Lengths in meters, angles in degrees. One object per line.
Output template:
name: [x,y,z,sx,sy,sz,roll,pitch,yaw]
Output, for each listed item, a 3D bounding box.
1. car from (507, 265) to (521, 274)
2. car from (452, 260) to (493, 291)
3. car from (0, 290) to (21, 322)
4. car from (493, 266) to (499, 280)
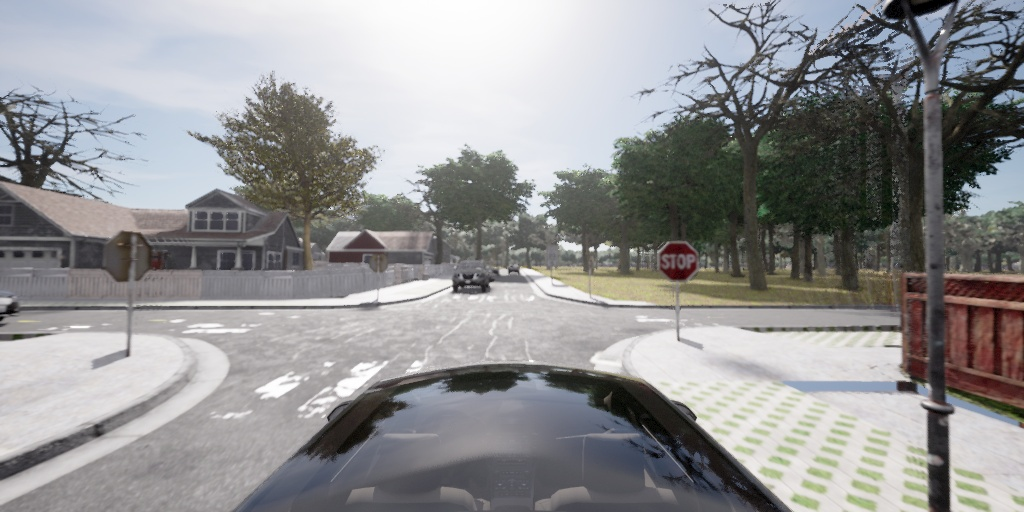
car: [0.276,2.112,56.330,1.837,1.490,4.892,0,-1,1]
car: [-2.744,1.298,25.031,2.150,2.045,5.566,0,-1,0]
car: [-15.675,1.070,8.857,4.902,1.511,2.128,1,-3,-9]
car: [-2.710,1.794,35.630,2.033,1.411,5.357,0,-1,1]
